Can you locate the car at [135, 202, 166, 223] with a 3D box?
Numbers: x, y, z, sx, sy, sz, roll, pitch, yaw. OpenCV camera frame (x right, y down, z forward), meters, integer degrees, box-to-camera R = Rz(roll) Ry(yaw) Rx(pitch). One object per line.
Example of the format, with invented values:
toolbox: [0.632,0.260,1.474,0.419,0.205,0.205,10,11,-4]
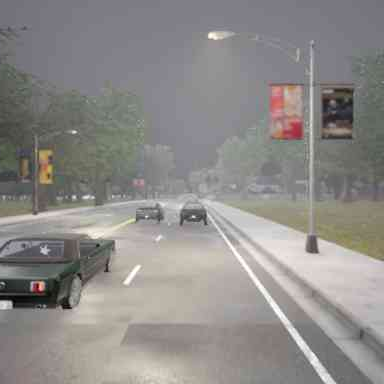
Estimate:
car: [-3.146,1.526,25.589,2.128,1.511,4.902,0,0,0]

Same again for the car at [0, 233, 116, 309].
car: [-3.148,1.605,7.782,1.895,1.301,4.718,0,0,0]

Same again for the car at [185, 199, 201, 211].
car: [0.108,1.646,42.605,1.994,1.385,4.181,0,0,0]

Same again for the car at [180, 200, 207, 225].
car: [0.105,1.509,24.608,1.882,1.535,5.008,0,0,0]
